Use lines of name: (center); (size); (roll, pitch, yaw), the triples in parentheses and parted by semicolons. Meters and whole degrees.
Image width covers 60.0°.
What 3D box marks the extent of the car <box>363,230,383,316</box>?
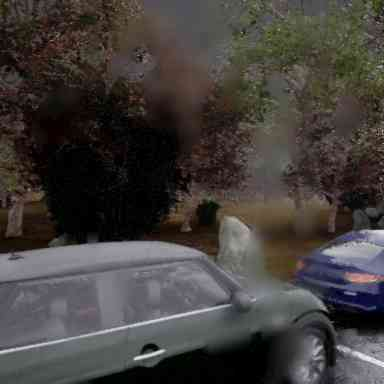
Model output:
car: (4.134, 1.537, 7.010); (4.674, 1.452, 2.002); (0, 0, -33)

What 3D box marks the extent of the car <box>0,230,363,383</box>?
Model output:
car: (-0.424, 1.358, 3.758); (4.553, 1.767, 2.185); (0, 0, -33)
